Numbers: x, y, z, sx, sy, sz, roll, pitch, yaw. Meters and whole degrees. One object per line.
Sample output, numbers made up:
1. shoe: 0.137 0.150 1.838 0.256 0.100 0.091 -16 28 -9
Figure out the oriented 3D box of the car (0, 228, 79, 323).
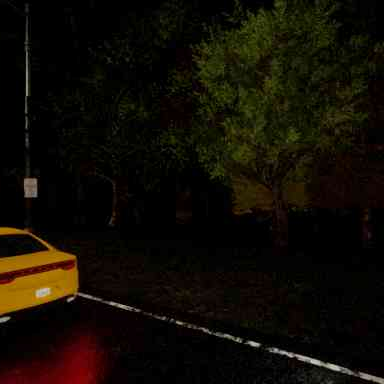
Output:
1. car: -4.439 1.476 6.866 5.008 1.535 1.882 0 1 36
